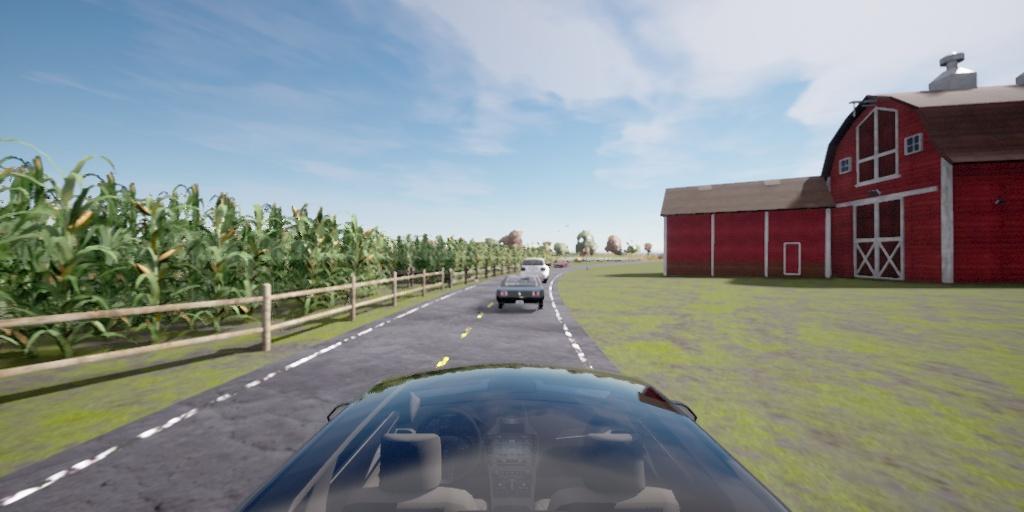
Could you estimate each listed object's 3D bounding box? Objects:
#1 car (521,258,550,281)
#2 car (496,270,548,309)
[{"bbox_3d":[2.008,1.207,30.534,2.150,2.045,5.566,0,0,8],"label":"car"},{"bbox_3d":[0.455,1.477,15.796,1.895,1.301,4.718,0,0,4],"label":"car"}]
